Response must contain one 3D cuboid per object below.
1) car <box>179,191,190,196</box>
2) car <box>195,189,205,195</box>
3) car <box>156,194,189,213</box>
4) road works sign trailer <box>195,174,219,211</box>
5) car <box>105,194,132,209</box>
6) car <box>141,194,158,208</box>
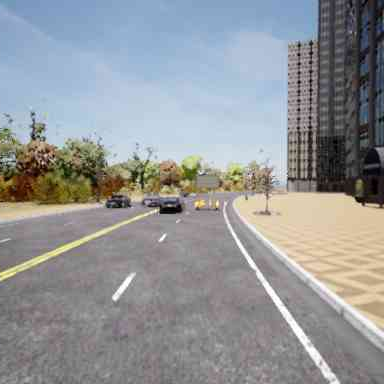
[{"bbox_3d":[-1.791,0.447,76.039,2.128,1.511,4.902,0,1,11],"label":"car"},{"bbox_3d":[1.933,0.188,77.920,1.837,1.490,4.892,0,1,12],"label":"car"},{"bbox_3d":[-1.764,1.130,30.973,1.994,1.385,4.181,0,1,5],"label":"car"},{"bbox_3d":[1.579,0.006,33.564,2.380,3.560,2.880,0,1,6],"label":"road works sign trailer"},{"bbox_3d":[-7.957,0.975,36.367,1.837,1.490,4.892,0,1,6],"label":"car"},{"bbox_3d":[-4.503,0.953,38.073,2.128,1.511,4.902,0,1,6],"label":"car"}]
